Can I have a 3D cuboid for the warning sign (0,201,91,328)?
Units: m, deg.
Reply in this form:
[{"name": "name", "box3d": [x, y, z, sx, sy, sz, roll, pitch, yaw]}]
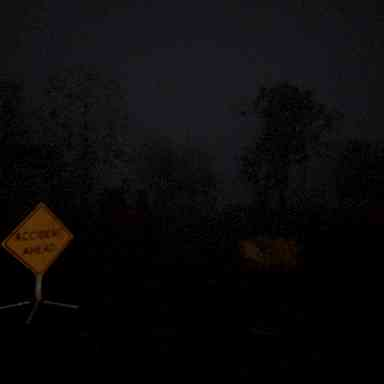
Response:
[{"name": "warning sign", "box3d": [-2.677, 1.116, 5.833, 1.060, 1.860, 1.300, 1, 0, 35]}]
